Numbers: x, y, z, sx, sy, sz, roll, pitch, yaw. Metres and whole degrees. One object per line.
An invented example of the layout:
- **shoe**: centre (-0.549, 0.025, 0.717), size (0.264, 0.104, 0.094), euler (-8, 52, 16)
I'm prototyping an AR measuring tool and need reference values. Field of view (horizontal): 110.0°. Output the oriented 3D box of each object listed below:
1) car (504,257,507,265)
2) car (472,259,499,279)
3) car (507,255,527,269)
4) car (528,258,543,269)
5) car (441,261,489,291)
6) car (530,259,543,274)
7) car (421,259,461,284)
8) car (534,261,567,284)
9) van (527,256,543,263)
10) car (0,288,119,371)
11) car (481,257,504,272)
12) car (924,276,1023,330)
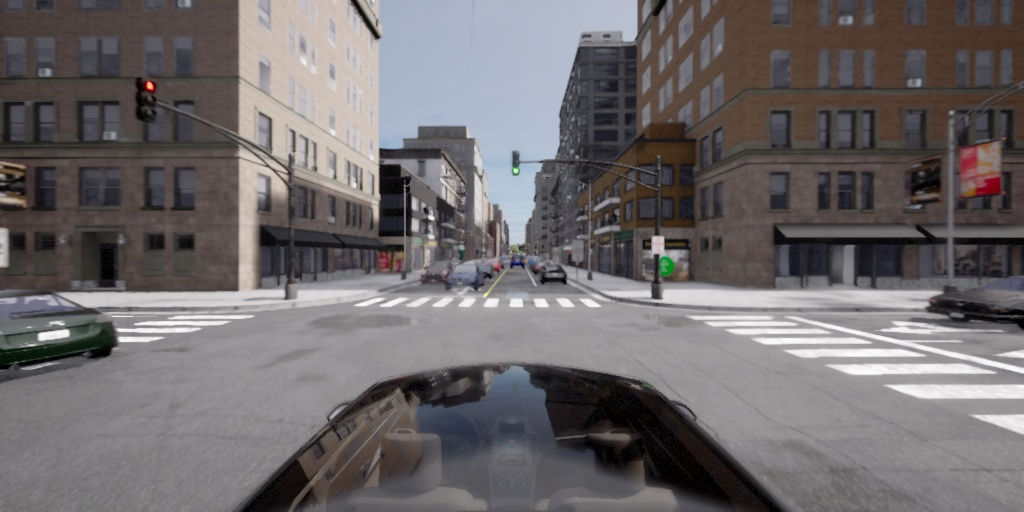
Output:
- **car**: centre (-2.050, 1.191, 51.373), size (1.895, 1.301, 4.718), euler (0, 0, 1)
- **car**: centre (-2.518, 1.198, 31.406), size (2.033, 1.411, 5.357), euler (0, 0, 1)
- **car**: centre (0.824, 0.814, 52.482), size (2.150, 2.045, 5.566), euler (0, 0, 1)
- **car**: centre (3.162, 1.195, 42.130), size (1.948, 1.339, 4.313), euler (0, 0, 1)
- **car**: centre (-2.728, 1.210, 21.729), size (1.812, 1.442, 4.674), euler (0, 0, 2)
- **car**: centre (3.059, 1.228, 36.621), size (1.802, 1.307, 4.207), euler (0, 0, 1)
- **car**: centre (-5.172, 1.103, 25.752), size (1.967, 1.591, 4.097), euler (0, 0, 1)
- **car**: centre (2.851, 1.249, 25.600), size (1.948, 1.339, 4.313), euler (0, 0, 1)
- **van**: centre (3.266, 0.954, 47.639), size (1.690, 1.789, 3.998), euler (0, 0, 1)
- **car**: centre (-9.689, 1.311, 6.582), size (4.181, 1.385, 1.994), euler (0, 0, 15)
- **car**: centre (-2.298, 1.096, 41.355), size (1.882, 1.535, 5.008), euler (0, 0, 1)
- **car**: centre (14.994, 1.247, 9.907), size (5.357, 1.411, 2.033), euler (0, 0, 1)
